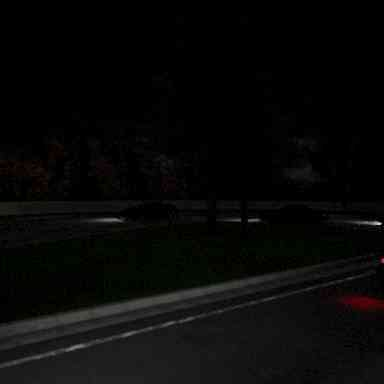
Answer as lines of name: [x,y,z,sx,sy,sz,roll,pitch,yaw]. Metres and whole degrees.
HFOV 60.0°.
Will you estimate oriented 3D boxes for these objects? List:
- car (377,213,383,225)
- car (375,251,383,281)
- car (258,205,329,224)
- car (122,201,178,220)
car: [15.413,1.780,23.532,1.994,1.385,4.181,1,0,-21]
car: [6.746,1.634,8.467,5.357,1.411,2.033,1,0,-36]
car: [8.141,1.718,26.774,5.357,1.411,2.033,0,0,27]
car: [-3.641,1.591,29.013,4.892,1.490,1.837,1,-2,-29]
